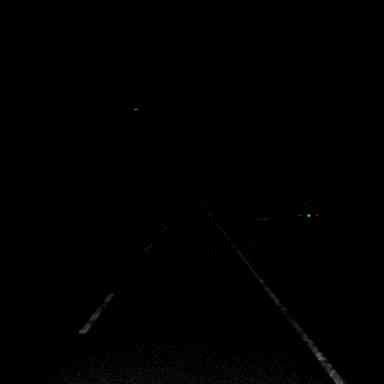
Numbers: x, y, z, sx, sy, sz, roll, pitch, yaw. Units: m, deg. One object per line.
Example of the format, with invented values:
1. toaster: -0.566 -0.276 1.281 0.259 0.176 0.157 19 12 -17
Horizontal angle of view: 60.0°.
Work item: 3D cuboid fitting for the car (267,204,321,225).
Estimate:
1. car: 7.256 1.571 24.201 2.033 1.411 5.357 0 0 -9
